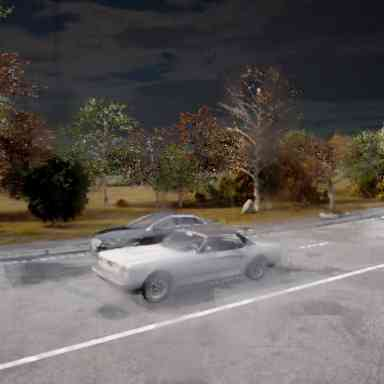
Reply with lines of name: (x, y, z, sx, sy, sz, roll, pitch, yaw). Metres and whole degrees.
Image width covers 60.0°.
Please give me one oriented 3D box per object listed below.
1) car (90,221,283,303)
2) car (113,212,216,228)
car: (0.051, 1.601, 8.327, 4.718, 1.301, 1.895, 0, 0, -36)
car: (-1.072, 1.492, 11.825, 4.902, 1.511, 2.128, 0, 0, -35)
